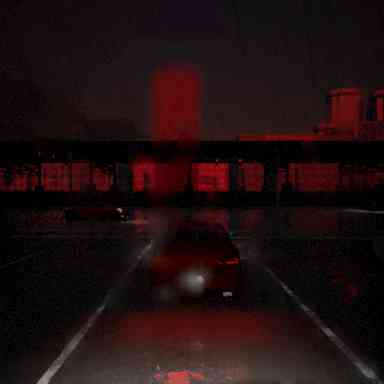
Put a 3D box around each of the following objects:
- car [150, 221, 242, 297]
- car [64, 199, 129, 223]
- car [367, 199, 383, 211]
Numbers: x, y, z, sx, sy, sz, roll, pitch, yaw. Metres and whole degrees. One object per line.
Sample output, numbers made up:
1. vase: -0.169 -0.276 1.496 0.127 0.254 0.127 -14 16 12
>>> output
1. car: 0.095 1.478 8.616 1.882 1.535 5.008 0 0 0
2. car: -7.084 1.345 25.005 4.553 1.767 2.097 0 0 2
3. car: 22.728 1.403 38.406 4.674 1.442 1.812 -1 0 1
